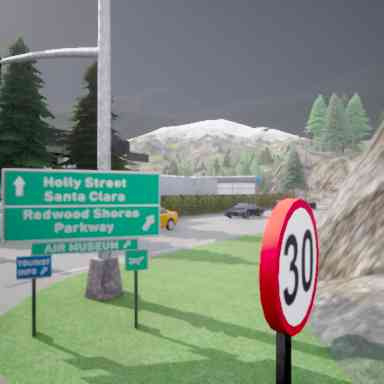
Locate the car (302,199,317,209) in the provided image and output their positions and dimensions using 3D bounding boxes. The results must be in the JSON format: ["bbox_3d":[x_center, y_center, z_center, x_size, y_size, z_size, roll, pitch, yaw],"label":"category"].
[{"bbox_3d":[15.653,1.728,45.853,2.033,1.411,5.357,0,0,36],"label":"car"}]

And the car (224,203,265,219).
[{"bbox_3d":[5.078,1.727,31.463,2.033,1.411,5.357,0,0,36],"label":"car"}]

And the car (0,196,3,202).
[{"bbox_3d":[-12.368,1.484,26.054,1.905,1.878,3.866,0,0,35],"label":"car"}]

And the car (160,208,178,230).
[{"bbox_3d":[-2.912,1.657,20.479,1.882,1.535,5.008,0,0,36],"label":"car"}]

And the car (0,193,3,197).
[{"bbox_3d":[-38.568,1.429,69.998,4.514,1.523,2.007,0,0,35],"label":"car"}]
